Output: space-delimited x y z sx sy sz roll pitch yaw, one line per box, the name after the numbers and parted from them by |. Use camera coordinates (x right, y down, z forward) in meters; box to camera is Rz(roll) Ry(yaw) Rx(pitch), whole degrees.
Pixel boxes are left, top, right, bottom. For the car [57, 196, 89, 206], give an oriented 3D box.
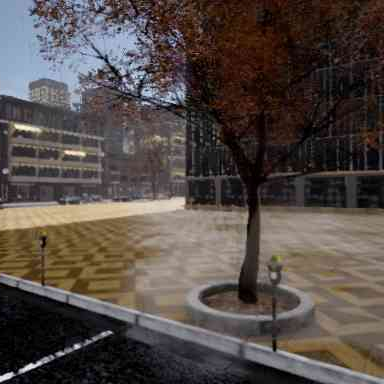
-19.382 1.456 53.285 2.008 1.369 4.403 1 1 35 | car

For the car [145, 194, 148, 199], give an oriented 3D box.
-10.518 1.008 80.809 1.752 1.417 4.829 1 1 35 | car

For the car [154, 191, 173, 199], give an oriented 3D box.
-7.249 0.709 85.524 2.192 1.841 5.009 1 1 35 | car

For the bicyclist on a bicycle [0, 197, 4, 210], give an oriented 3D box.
-23.949 1.396 41.529 1.656 1.620 0.582 0 1 35 | bicyclist on a bicycle

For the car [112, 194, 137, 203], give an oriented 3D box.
-13.042 1.282 62.443 2.008 1.369 4.403 1 1 35 | car

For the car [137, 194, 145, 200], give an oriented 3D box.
-13.591 1.131 76.372 1.947 1.339 4.313 1 1 35 | car

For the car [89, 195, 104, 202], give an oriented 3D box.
-19.931 1.289 67.214 2.008 1.369 4.403 1 1 35 | car

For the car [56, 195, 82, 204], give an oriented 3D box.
-23.101 1.390 62.635 1.947 1.339 4.313 1 1 35 | car

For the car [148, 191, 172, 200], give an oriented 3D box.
-6.604 1.082 71.740 1.752 1.417 4.829 1 1 35 | car
